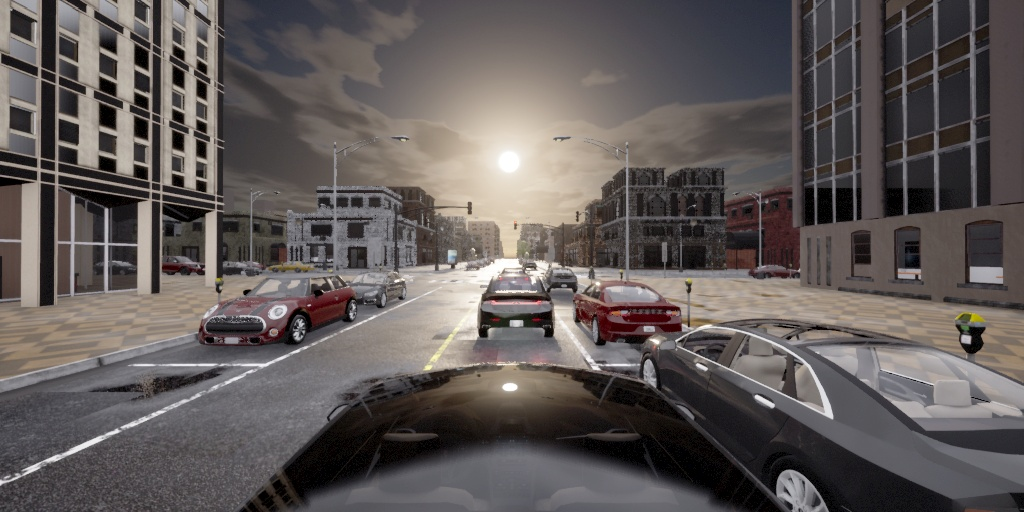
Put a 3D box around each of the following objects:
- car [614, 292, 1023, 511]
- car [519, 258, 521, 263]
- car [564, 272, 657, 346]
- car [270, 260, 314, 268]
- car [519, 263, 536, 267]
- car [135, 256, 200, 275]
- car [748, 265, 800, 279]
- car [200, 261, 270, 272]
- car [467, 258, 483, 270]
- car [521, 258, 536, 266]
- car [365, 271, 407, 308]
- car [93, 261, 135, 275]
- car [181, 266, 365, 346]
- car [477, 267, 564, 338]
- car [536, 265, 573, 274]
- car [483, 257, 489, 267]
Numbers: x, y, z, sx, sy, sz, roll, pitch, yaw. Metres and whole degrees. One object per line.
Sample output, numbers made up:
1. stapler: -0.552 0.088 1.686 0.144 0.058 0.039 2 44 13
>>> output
1. car: 2.690 1.301 3.569 2.007 1.370 4.403 0 0 0
2. car: 2.667 1.341 64.077 1.802 1.307 4.207 0 0 0
3. car: 2.687 1.296 9.261 1.888 1.381 4.507 0 0 0
4. car: -25.469 1.198 41.419 4.829 1.417 1.751 0 0 1
5. car: 0.092 1.316 20.592 1.994 1.385 4.181 0 0 0
6. car: -30.964 0.918 33.121 5.009 1.841 2.192 0 0 1
7. car: 23.631 1.433 32.265 4.207 1.307 1.802 0 0 1
8. car: -25.427 1.177 33.037 4.403 1.370 2.007 0 0 1
9. car: -5.709 1.339 53.045 1.802 1.307 4.207 0 0 0
10. car: 2.671 1.322 53.035 1.948 1.339 4.313 0 0 0
11. car: -5.695 1.302 14.967 2.007 1.370 4.403 0 0 0
12. car: -36.500 1.131 33.204 4.403 1.370 2.007 0 0 1
13. car: -5.693 1.190 9.275 1.967 1.591 4.097 0 0 0
14. car: 0.098 1.242 10.168 2.128 1.511 4.902 0 0 0
15. car: 2.683 1.303 20.645 2.007 1.370 4.403 0 0 0
16. car: -5.714 1.309 64.088 2.007 1.370 4.403 0 0 0
